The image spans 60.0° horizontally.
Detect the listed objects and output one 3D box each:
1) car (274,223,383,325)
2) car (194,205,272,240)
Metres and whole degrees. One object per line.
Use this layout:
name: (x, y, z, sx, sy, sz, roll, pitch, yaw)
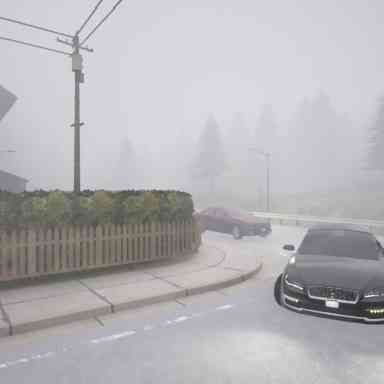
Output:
car: (3.275, 1.505, 7.380, 1.837, 1.490, 4.892, 0, 0, 27)
car: (1.979, 1.478, 17.516, 1.882, 1.535, 5.008, 0, 0, -33)
